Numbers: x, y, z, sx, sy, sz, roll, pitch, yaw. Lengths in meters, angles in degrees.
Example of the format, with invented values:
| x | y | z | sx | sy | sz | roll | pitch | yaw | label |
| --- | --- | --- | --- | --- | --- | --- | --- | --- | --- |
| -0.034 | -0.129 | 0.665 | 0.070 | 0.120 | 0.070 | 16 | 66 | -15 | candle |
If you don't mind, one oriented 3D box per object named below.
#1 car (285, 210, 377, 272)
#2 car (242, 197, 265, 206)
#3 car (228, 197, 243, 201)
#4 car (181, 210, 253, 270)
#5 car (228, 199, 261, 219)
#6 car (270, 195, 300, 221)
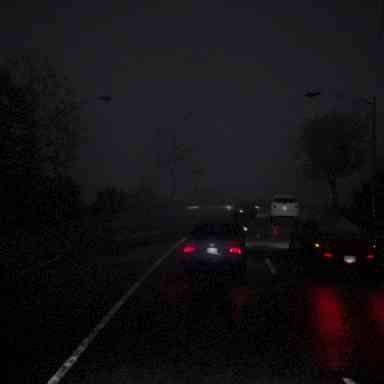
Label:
| x | y | z | sx | sy | sz | roll | pitch | yaw | label |
| --- | --- | --- | --- | --- | --- | --- | --- | --- | --- |
| 4.357 | 1.538 | 10.793 | 1.812 | 1.442 | 4.674 | 0 | 0 | 8 | car |
| 10.257 | 1.581 | 53.222 | 2.033 | 1.411 | 5.357 | 0 | 0 | 28 | car |
| 7.478 | 1.510 | 55.281 | 2.128 | 1.511 | 4.902 | 0 | 0 | 28 | car |
| 0.853 | 1.552 | 11.052 | 2.033 | 1.411 | 5.357 | 0 | 0 | 8 | car |
| 4.703 | 1.582 | 29.689 | 1.994 | 1.385 | 4.181 | 0 | 0 | 16 | car |
| 7.626 | 1.252 | 27.313 | 2.150 | 2.045 | 5.566 | 0 | 0 | 16 | car |
